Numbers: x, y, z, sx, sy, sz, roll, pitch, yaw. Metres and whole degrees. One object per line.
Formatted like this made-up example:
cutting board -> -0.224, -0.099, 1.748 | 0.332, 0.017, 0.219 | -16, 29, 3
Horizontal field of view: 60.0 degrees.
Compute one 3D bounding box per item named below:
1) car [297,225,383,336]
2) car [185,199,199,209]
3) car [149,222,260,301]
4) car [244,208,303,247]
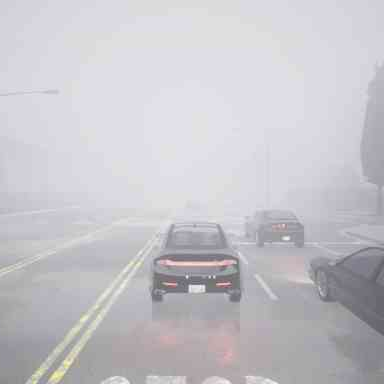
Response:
car -> 3.587, 1.547, 5.242 | 2.033, 1.411, 5.357 | 0, 0, 0
car -> -0.008, 1.601, 44.106 | 1.895, 1.301, 4.718 | 0, 0, 0
car -> 0.080, 1.492, 8.287 | 2.128, 1.511, 4.902 | 0, 0, 0
car -> 3.562, 1.505, 14.989 | 1.837, 1.490, 4.892 | 0, 0, 0
